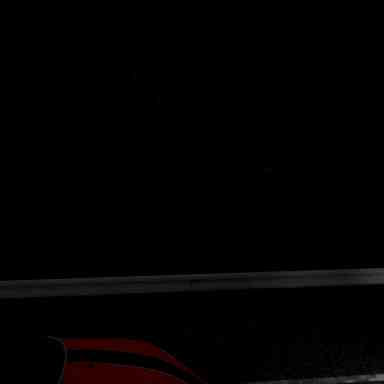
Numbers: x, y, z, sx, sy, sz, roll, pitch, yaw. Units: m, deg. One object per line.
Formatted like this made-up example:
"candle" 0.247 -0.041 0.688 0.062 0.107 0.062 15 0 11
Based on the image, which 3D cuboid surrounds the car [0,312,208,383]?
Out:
"car" -1.885 1.352 1.629 4.553 1.767 2.097 0 0 -6
